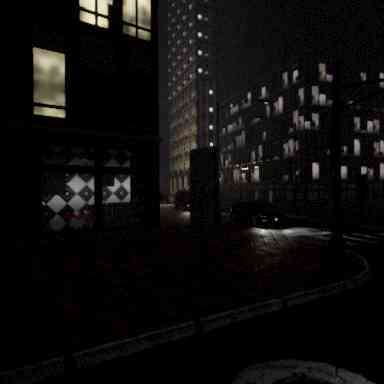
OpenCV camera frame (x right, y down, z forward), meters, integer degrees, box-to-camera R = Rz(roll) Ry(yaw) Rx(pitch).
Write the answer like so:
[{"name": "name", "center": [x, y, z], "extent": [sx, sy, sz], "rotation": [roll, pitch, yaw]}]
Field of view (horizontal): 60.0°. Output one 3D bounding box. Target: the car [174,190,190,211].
[{"name": "car", "center": [-0.235, 0.831, 34.282], "extent": [2.150, 2.045, 5.566], "rotation": [-1, 1, -19]}]

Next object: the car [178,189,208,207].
[{"name": "car", "center": [0.031, 0.689, 42.681], "extent": [2.150, 2.045, 5.566], "rotation": [-1, 1, -18]}]

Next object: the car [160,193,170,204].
[{"name": "car", "center": [-4.426, 0.924, 46.668], "extent": [1.837, 1.490, 4.892], "rotation": [-1, 2, -19]}]

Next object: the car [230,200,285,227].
[{"name": "car", "center": [4.106, 1.301, 21.552], "extent": [1.837, 1.490, 4.892], "rotation": [-1, 1, -19]}]
